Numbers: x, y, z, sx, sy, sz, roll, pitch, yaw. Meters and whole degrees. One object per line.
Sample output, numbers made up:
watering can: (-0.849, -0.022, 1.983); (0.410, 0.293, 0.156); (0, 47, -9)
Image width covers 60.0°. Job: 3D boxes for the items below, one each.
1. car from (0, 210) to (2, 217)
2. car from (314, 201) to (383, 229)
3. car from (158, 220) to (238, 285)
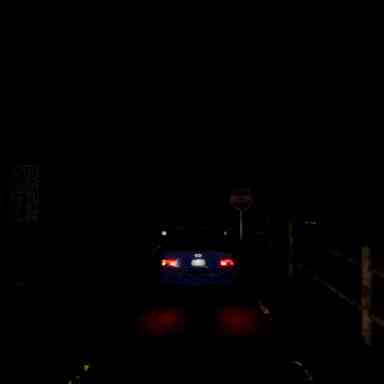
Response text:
car: (-15.342, 1.187, 22.411); (4.674, 1.442, 1.812); (1, 0, 1)
car: (10.680, 1.445, 22.109); (4.553, 1.767, 2.097); (1, 0, -3)
car: (0.084, 1.507, 9.407); (2.033, 1.411, 5.357); (0, 0, -1)
